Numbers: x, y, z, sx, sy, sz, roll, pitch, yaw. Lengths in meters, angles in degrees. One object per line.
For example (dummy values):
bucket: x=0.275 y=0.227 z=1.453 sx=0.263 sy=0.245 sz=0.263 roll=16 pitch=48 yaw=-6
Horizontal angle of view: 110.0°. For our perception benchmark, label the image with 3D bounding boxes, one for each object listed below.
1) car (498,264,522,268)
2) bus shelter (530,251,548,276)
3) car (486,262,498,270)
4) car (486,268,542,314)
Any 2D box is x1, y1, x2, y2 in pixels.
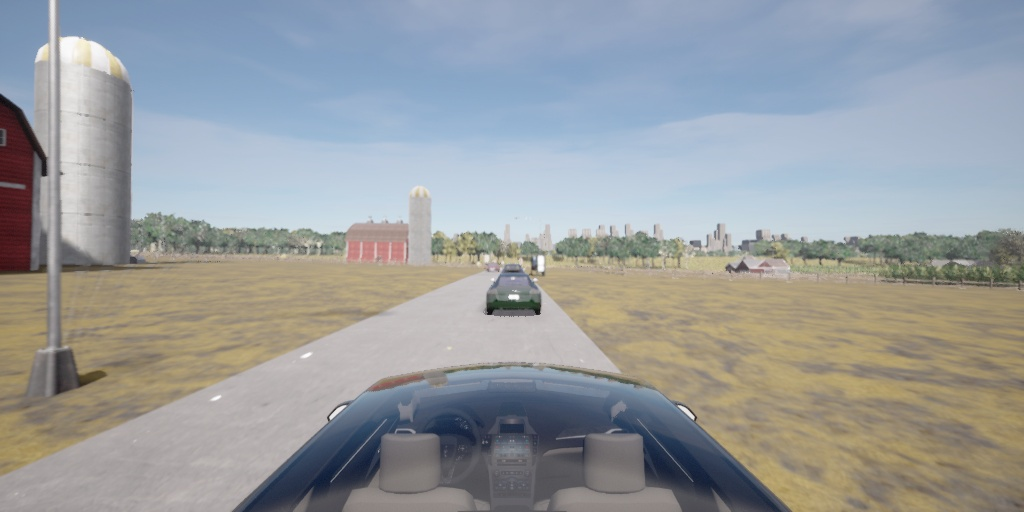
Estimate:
car: x=0.072 y=1.362 z=28.851 sx=1.837 sy=1.490 sz=4.892 roll=0 pitch=0 yaw=0
bus shelter: x=3.126 y=0.863 z=41.354 sx=1.920 sy=2.740 sz=3.880 roll=0 pitch=0 yaw=0
car: x=-2.812 y=1.682 z=53.362 sx=1.812 sy=1.442 sz=4.674 roll=0 pitch=-1 yaw=0
car: x=0.072 y=1.330 z=13.859 sx=1.994 sy=1.385 sz=4.181 roll=0 pitch=0 yaw=0
